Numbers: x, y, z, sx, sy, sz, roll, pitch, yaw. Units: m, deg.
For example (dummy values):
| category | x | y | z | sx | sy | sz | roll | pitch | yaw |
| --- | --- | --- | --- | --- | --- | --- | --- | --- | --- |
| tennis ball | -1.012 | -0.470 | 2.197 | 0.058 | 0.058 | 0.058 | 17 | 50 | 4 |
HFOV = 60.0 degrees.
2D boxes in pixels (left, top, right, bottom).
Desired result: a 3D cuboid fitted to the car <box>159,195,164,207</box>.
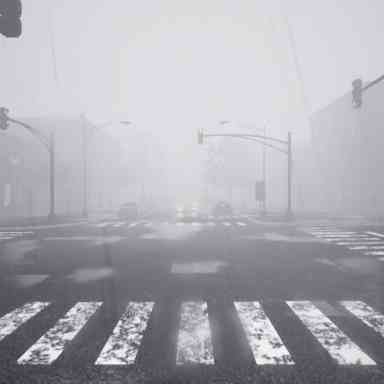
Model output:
| category | x | y | z | sx | sy | sz | roll | pitch | yaw |
| --- | --- | --- | --- | --- | --- | --- | --- | --- | --- |
| car | -5.517 | 1.544 | 47.052 | 1.887 | 1.381 | 4.507 | 0 | 0 | 0 |

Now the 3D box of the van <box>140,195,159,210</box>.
| category | x | y | z | sx | sy | sz | roll | pitch | yaw |
| --- | --- | --- | --- | --- | --- | --- | --- | --- | --- |
| van | -5.539 | 1.341 | 41.505 | 1.690 | 1.788 | 3.998 | 0 | 0 | 0 |

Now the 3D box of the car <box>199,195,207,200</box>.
| category | x | y | z | sx | sy | sz | roll | pitch | yaw |
| --- | --- | --- | --- | --- | --- | --- | --- | --- | --- |
| car | 3.032 | 1.541 | 91.390 | 1.887 | 1.381 | 4.507 | -1 | 0 | 0 |

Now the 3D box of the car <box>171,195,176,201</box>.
| category | x | y | z | sx | sy | sz | roll | pitch | yaw |
| --- | --- | --- | --- | --- | --- | --- | --- | --- | --- |
| car | -5.391 | 1.563 | 80.329 | 1.947 | 1.339 | 4.313 | 0 | 0 | 0 |

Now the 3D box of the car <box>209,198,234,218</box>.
| category | x | y | z | sx | sy | sz | roll | pitch | yaw |
| --- | --- | --- | --- | --- | --- | --- | --- | --- | --- |
| car | 2.802 | 1.525 | 30.551 | 1.752 | 1.417 | 4.829 | -1 | 0 | 0 |

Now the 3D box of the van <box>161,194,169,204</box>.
| category | x | y | z | sx | sy | sz | roll | pitch | yaw |
| --- | --- | --- | --- | --- | --- | --- | --- | --- | --- |
| van | -5.476 | 1.340 | 58.144 | 1.690 | 1.788 | 3.998 | 0 | 0 | 0 |

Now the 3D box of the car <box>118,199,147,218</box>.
| category | x | y | z | sx | sy | sz | roll | pitch | yaw |
| --- | --- | --- | --- | --- | --- | --- | --- | --- | --- |
| car | -5.578 | 1.582 | 30.413 | 1.802 | 1.307 | 4.206 | 0 | 0 | 0 |

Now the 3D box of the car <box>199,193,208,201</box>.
| category | x | y | z | sx | sy | sz | roll | pitch | yaw |
| --- | --- | --- | --- | --- | --- | --- | --- | --- | --- |
| car | 3.009 | 1.312 | 85.844 | 2.192 | 1.841 | 5.009 | -1 | 0 | 0 |

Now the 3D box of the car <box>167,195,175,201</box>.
| category | x | y | z | sx | sy | sz | roll | pitch | yaw |
| --- | --- | --- | --- | --- | --- | --- | --- | --- | --- |
| car | -5.370 | 1.541 | 85.875 | 1.887 | 1.381 | 4.507 | 0 | 0 | 0 |

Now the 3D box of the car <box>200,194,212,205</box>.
| category | x | y | z | sx | sy | sz | roll | pitch | yaw |
| --- | --- | --- | --- | --- | --- | --- | --- | --- | --- |
| car | 2.906 | 1.549 | 58.112 | 2.008 | 1.369 | 4.403 | -1 | 0 | 0 |

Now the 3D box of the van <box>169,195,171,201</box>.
| category | x | y | z | sx | sy | sz | roll | pitch | yaw |
| --- | --- | --- | --- | --- | --- | --- | --- | --- | --- |
| van | -5.455 | 1.340 | 63.690 | 1.690 | 1.788 | 3.998 | 0 | 0 | 0 |

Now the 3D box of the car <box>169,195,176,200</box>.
| category | x | y | z | sx | sy | sz | roll | pitch | yaw |
| --- | --- | --- | --- | --- | --- | --- | --- | --- | --- |
| car | -5.349 | 1.578 | 91.421 | 1.802 | 1.307 | 4.206 | 0 | 0 | 0 |

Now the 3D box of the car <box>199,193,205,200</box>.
| category | x | y | z | sx | sy | sz | roll | pitch | yaw |
| --- | --- | --- | --- | --- | --- | --- | --- | --- | --- |
| car | 2.969 | 1.564 | 74.751 | 1.947 | 1.339 | 4.313 | -1 | 0 | 0 |
